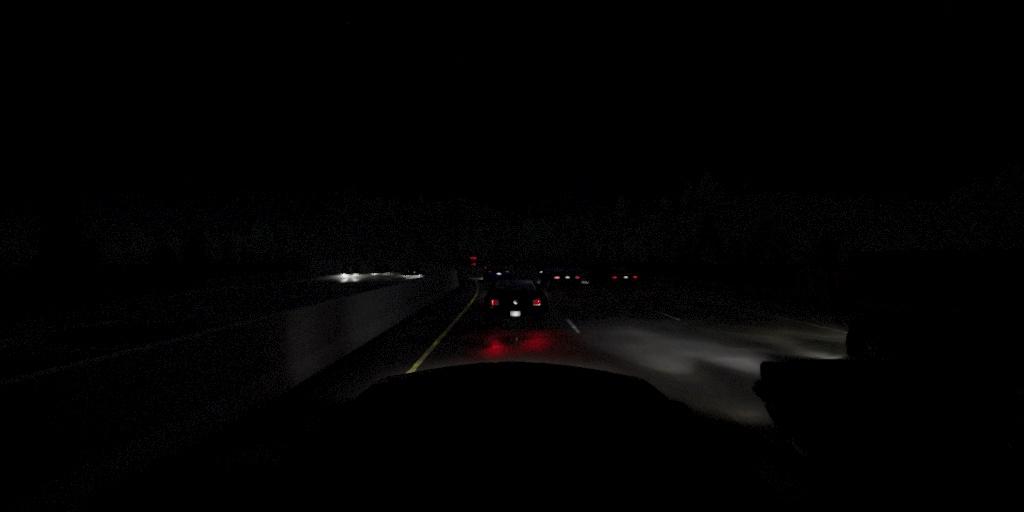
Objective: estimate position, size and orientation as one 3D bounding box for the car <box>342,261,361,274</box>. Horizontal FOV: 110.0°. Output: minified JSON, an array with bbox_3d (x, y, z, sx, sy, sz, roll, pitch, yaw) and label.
[{"bbox_3d":[-19.630,1.364,43.918,2.128,1.511,4.902,0,0,-21],"label":"car"}]

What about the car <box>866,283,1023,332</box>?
[{"bbox_3d":[7.100,1.104,4.583,2.097,1.767,4.553,0,0,0],"label":"car"}]

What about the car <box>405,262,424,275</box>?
[{"bbox_3d":[-11.136,1.386,40.722,2.033,1.411,5.357,0,0,-17],"label":"car"}]

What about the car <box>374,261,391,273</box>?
[{"bbox_3d":[-16.605,1.397,45.806,1.812,1.442,4.674,0,0,-21],"label":"car"}]

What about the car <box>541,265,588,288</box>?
[{"bbox_3d":[3.041,1.323,23.737,2.033,1.411,5.357,0,0,-6],"label":"car"}]

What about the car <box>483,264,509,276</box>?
[{"bbox_3d":[-1.318,1.355,29.672,1.994,1.385,4.181,0,0,-9],"label":"car"}]

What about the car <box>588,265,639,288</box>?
[{"bbox_3d":[6.532,1.322,23.832,2.033,1.411,5.357,0,0,-6],"label":"car"}]

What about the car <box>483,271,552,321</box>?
[{"bbox_3d":[0.080,1.360,12.456,1.895,1.301,4.718,0,0,-1],"label":"car"}]

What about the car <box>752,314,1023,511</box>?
[{"bbox_3d":[3.599,1.351,1.821,1.895,1.301,4.718,0,0,0],"label":"car"}]
